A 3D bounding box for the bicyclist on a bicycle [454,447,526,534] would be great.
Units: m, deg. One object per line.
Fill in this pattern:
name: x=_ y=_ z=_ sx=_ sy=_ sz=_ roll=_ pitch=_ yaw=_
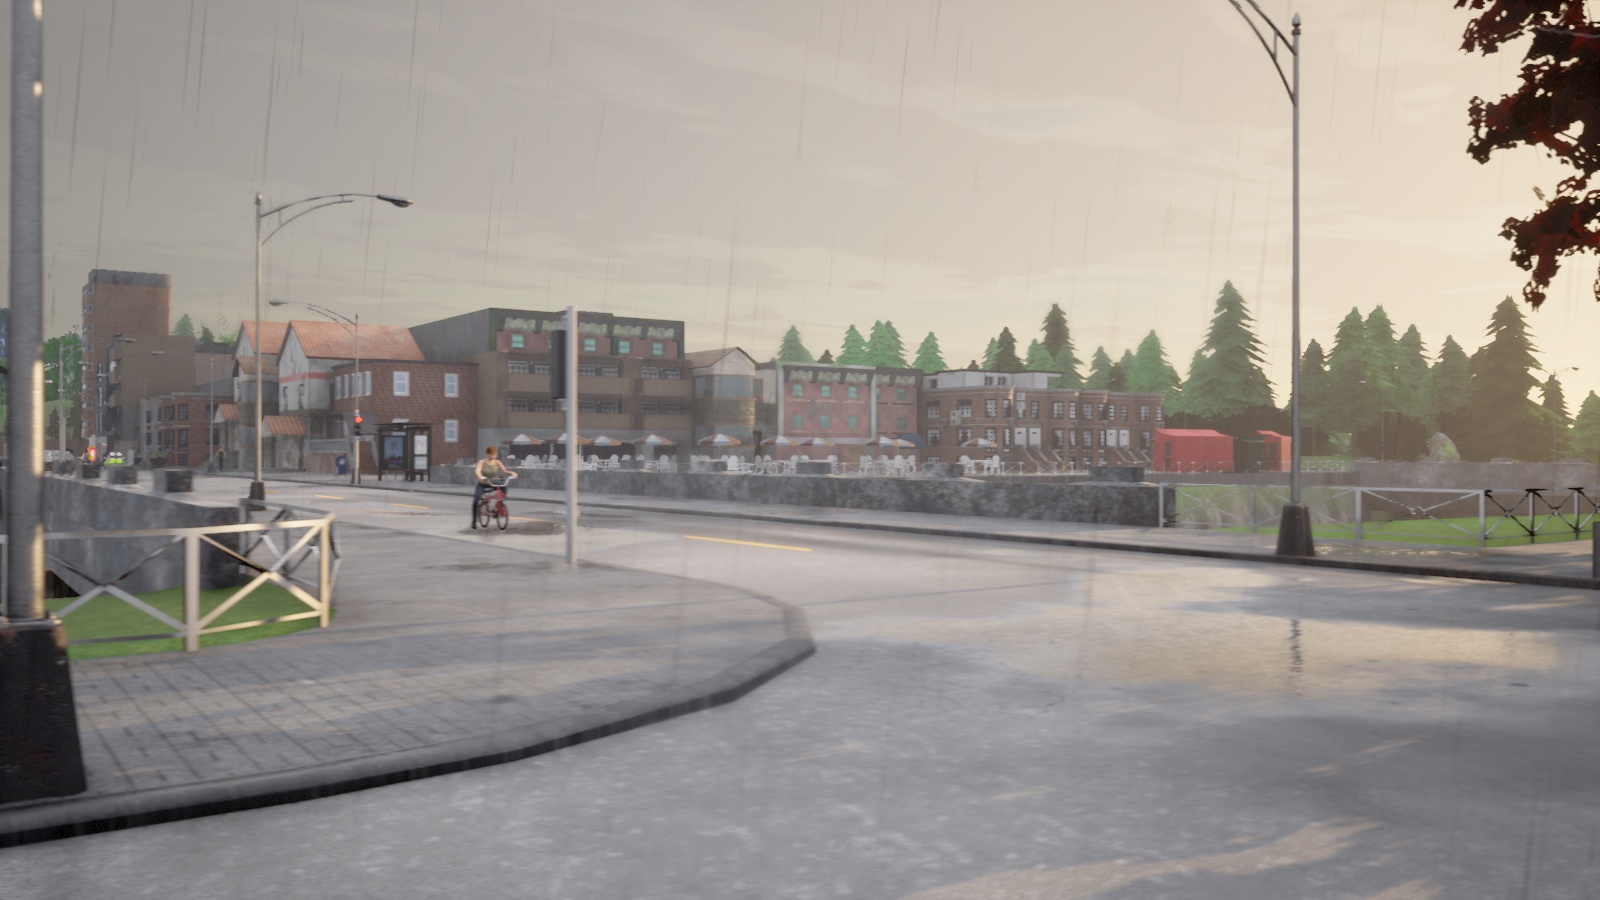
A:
bicyclist on a bicycle: x=-5.995 y=0.751 z=24.209 sx=0.866 sy=1.612 sz=1.509 roll=0 pitch=0 yaw=-35
